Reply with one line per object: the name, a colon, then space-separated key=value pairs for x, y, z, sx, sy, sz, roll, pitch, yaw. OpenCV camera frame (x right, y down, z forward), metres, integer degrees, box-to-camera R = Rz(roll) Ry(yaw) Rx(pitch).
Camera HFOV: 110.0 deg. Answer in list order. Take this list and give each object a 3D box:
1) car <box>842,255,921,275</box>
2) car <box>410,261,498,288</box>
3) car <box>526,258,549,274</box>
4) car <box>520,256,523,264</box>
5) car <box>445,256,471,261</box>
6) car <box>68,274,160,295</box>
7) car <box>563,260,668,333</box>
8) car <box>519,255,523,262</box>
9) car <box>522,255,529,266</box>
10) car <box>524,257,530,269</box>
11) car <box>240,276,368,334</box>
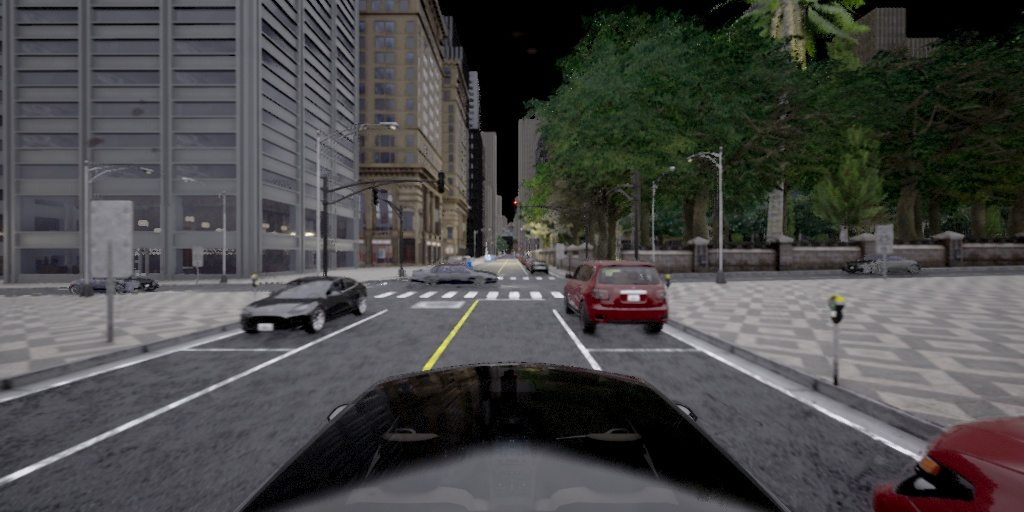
car: x=26.175 y=0.609 z=25.518 sx=4.181 sy=1.385 sz=1.994 roll=-1 pitch=0 yaw=0
car: x=-3.591 y=1.203 z=22.556 sx=5.357 sy=1.411 sz=2.033 roll=0 pitch=0 yaw=0
car: x=2.765 y=1.149 z=37.102 sx=1.948 sy=1.339 sz=4.313 roll=0 pitch=0 yaw=0
car: x=2.766 y=1.046 z=58.783 sx=1.802 sy=1.307 sz=4.207 roll=0 pitch=0 yaw=0
car: x=-5.760 y=0.899 z=37.122 sx=2.192 sy=1.841 sz=5.009 roll=0 pitch=0 yaw=0
car: x=-25.052 y=1.710 z=22.672 sx=4.181 sy=1.385 sz=1.994 roll=-1 pitch=0 yaw=0
car: x=2.764 y=1.028 z=10.544 sx=2.192 sy=1.841 sz=5.009 roll=0 pitch=0 yaw=0
car: x=2.767 y=0.977 z=64.204 sx=1.888 sy=1.381 sz=4.507 roll=0 pitch=0 yaw=0
car: x=2.766 y=0.965 z=47.943 sx=1.967 sy=1.591 sz=4.097 roll=0 pitch=0 yaw=0
car: x=2.765 y=1.137 z=42.522 sx=1.802 sy=1.307 sz=4.207 roll=0 pitch=0 yaw=0
car: x=-5.762 y=1.280 z=10.562 sx=1.948 sy=1.339 sz=4.313 roll=0 pitch=0 yaw=0
